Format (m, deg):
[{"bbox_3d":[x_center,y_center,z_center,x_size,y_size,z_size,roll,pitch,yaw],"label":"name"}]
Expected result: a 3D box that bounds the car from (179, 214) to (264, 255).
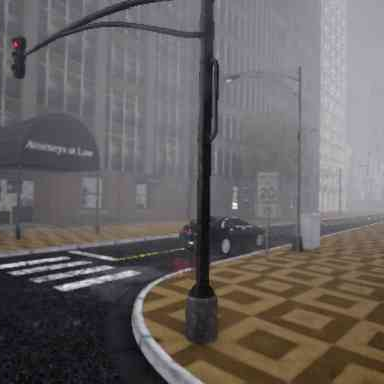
[{"bbox_3d":[1.467,1.759,14.583,1.837,1.490,4.892,0,-2,38],"label":"car"}]
